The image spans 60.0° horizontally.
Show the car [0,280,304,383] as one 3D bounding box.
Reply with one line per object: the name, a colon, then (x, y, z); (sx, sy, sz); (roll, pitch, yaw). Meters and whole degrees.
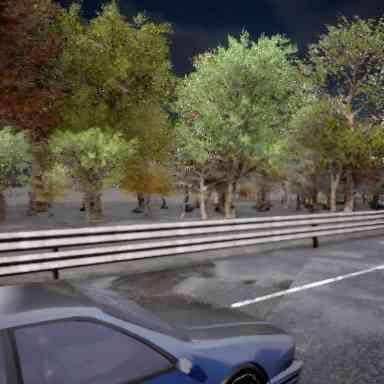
car: (-1.416, 1.548, 2.741); (5.357, 1.411, 2.033); (0, 0, -36)
